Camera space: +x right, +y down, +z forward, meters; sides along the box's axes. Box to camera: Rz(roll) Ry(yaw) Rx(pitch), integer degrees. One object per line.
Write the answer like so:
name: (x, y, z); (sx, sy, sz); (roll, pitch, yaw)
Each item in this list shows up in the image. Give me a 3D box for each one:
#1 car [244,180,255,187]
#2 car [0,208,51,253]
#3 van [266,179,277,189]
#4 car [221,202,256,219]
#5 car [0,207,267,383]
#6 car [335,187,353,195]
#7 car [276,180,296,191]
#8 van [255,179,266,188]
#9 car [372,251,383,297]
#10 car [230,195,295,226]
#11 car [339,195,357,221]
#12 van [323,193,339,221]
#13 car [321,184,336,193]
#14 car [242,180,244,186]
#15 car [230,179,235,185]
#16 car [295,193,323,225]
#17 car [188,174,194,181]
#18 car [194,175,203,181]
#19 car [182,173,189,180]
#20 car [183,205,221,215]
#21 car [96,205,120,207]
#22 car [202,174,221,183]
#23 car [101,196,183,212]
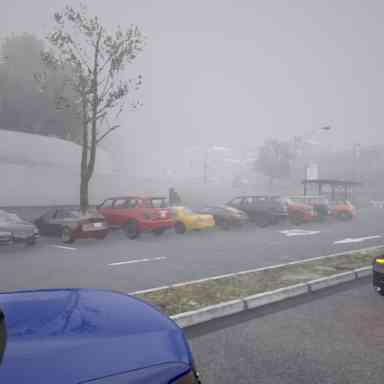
car: (14.257, -1.813, 73.871); (1.946, 1.575, 5.366); (7, 3, 35)
car: (-8.468, 1.493, 14.171); (4.892, 1.521, 2.231); (-1, -1, 35)
van: (17.550, -1.492, 68.662); (1.878, 1.987, 4.442); (7, 4, 35)
car: (1.337, 1.548, 21.098); (4.674, 1.452, 2.002); (-1, -1, 35)
car: (-2.431, 1.221, 1.402); (5.566, 2.045, 2.150); (0, 0, -35)
car: (26.187, 0.136, 56.424); (2.002, 1.452, 4.674); (7, 3, 35)
car: (19.305, -0.993, 66.296); (2.231, 1.521, 4.892); (7, 3, 35)
van: (15.826, -1.765, 71.137); (1.878, 1.987, 4.442); (7, 4, 35)
car: (5.821, 1.515, 7.256); (4.892, 1.490, 1.837); (0, 0, -35)
car: (3.768, 1.262, 22.851); (5.566, 2.045, 2.435); (-1, -1, 35)
car: (11.239, 1.403, 27.961); (4.553, 1.767, 2.185); (-1, -1, 35)
van: (8.826, 1.296, 26.216); (4.442, 1.987, 1.878); (-1, -1, 35)
car: (24.501, -0.427, 58.900); (2.435, 2.045, 5.566); (7, 3, 35)
car: (12.430, -2.044, 76.195); (2.002, 1.452, 4.674); (7, 4, 35)
car: (10.693, -2.318, 78.661); (2.002, 1.452, 4.674); (7, 3, 35)
car: (6.284, 1.267, 24.551); (5.566, 2.045, 2.435); (-1, -1, 35)
car: (1.967, -3.851, 90.914); (2.185, 1.767, 4.553); (6, 3, 34)
car: (3.756, -3.699, 88.444); (2.435, 2.045, 5.566); (7, 3, 34)
car: (0.242, -4.086, 93.387); (2.185, 1.767, 4.553); (4, 1, 34)
car: (-1.273, 1.503, 19.476); (5.366, 1.575, 1.946); (-1, -1, 35)
car: (-6.045, 1.524, 15.913); (4.792, 1.488, 2.163); (-1, -1, 35)
car: (5.603, -3.177, 86.181); (1.946, 1.575, 5.366); (7, 3, 34)
car: (-3.596, 1.248, 17.653); (5.566, 2.045, 2.435); (-1, -1, 35)
